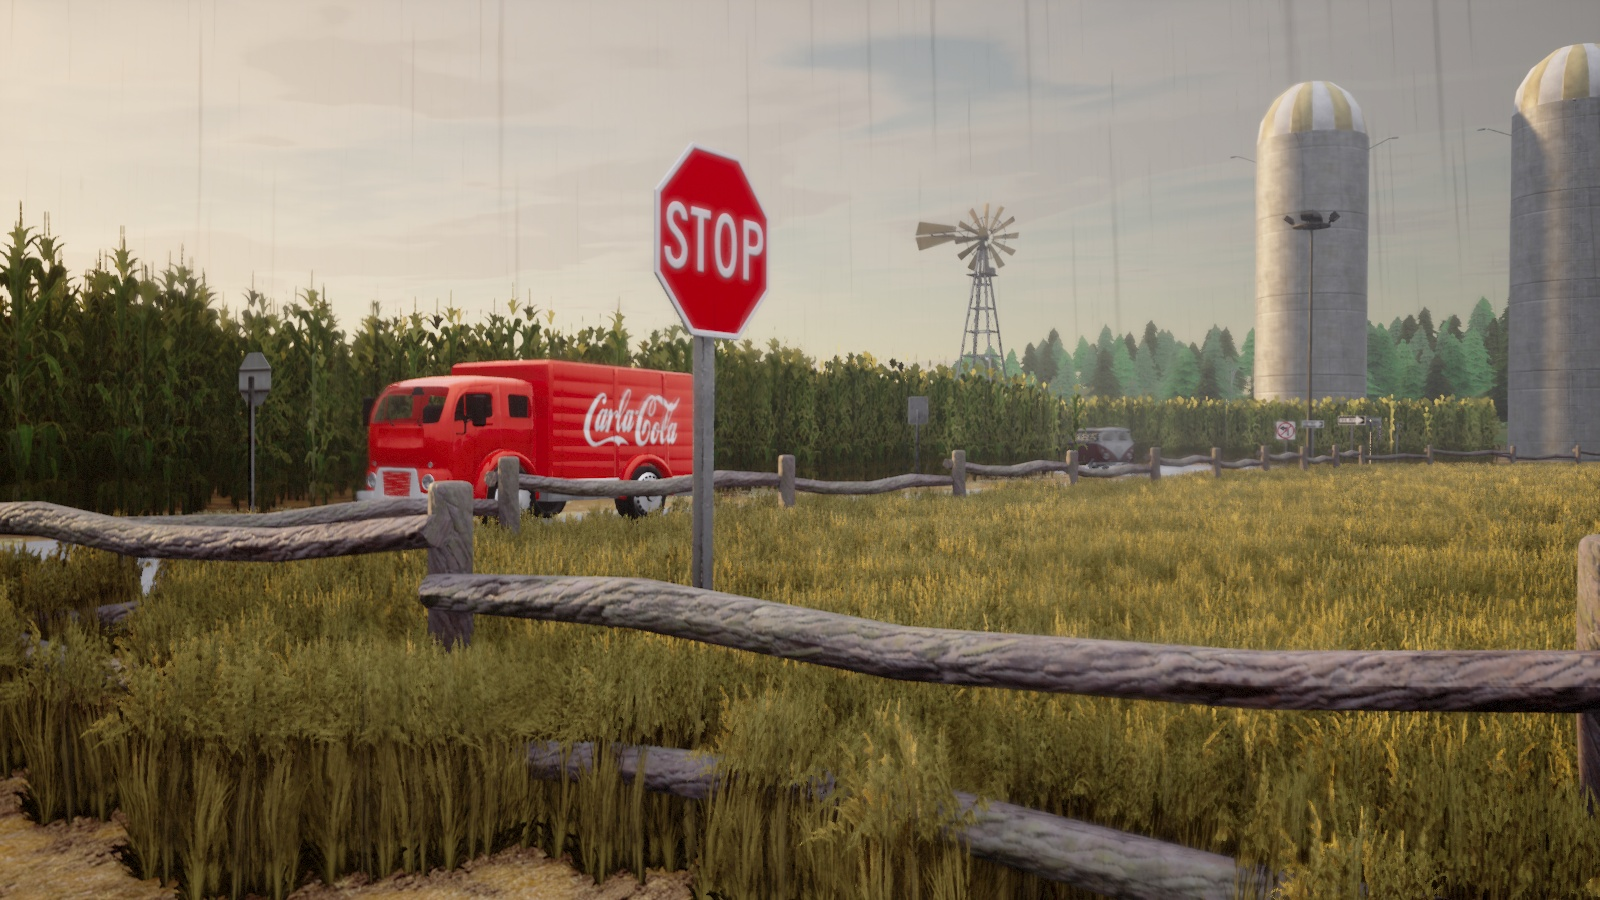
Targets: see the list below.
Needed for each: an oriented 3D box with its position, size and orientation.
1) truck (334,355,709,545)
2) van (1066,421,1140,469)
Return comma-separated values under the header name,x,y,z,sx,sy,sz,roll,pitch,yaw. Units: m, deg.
name,x,y,z,sx,sy,sz,roll,pitch,yaw
truck,-4.042,-0.009,19.204,2.627,2.467,5.204,0,0,34
van,13.352,-0.242,55.612,1.775,1.987,4.442,-1,1,-6
